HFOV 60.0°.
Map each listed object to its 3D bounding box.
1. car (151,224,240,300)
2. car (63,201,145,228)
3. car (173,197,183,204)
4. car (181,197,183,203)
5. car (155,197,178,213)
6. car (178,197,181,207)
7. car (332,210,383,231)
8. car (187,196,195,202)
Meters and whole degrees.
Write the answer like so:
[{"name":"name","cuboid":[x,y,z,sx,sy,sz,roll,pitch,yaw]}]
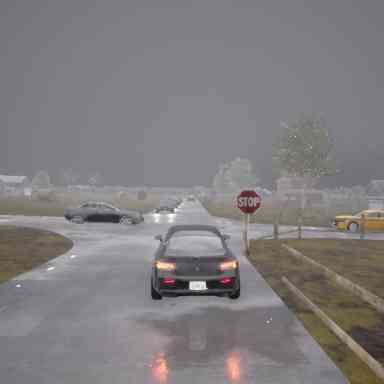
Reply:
[{"name":"car","cuboid":[0.030,1.528,8.309,1.812,1.442,4.674,0,0,-2]},{"name":"car","cuboid":[-5.389,1.341,20.664,4.902,1.511,2.128,2,0,0]},{"name":"car","cuboid":[-2.903,1.668,68.430,1.895,1.301,4.718,0,0,0]},{"name":"car","cuboid":[-2.953,1.526,57.613,1.882,1.535,5.008,0,0,0]},{"name":"car","cuboid":[-2.926,1.529,37.184,1.837,1.490,4.892,0,0,0]},{"name":"car","cuboid":[-2.938,1.597,47.148,1.994,1.385,4.181,0,0,0]},{"name":"car","cuboid":[12.566,2.030,23.627,5.008,1.535,1.882,2,0,-2]},{"name":"car","cuboid":[-0.163,1.563,78.508,1.882,1.535,5.008,0,0,0]}]
